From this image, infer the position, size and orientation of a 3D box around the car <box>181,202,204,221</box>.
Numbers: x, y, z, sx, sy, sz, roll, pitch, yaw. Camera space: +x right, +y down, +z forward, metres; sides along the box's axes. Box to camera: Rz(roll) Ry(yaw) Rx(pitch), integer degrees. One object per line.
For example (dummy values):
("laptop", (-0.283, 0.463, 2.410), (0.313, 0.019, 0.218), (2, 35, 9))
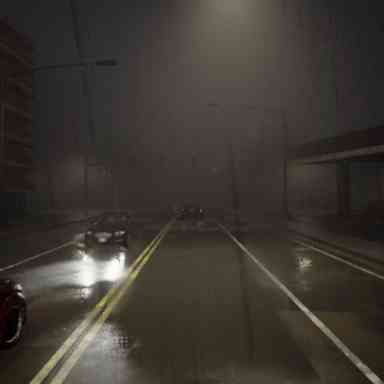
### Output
("car", (0.028, 1.768, 32.275), (2.097, 1.767, 4.553), (0, -1, 0))

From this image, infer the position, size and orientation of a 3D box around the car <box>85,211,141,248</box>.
("car", (-3.617, 1.695, 15.904), (2.128, 1.511, 4.902), (0, 0, 0))

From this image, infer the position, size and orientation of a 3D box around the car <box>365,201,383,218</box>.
("car", (20.218, 1.729, 33.771), (4.611, 1.667, 2.242), (0, -1, 1))

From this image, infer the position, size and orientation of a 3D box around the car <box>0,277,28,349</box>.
("car", (-3.598, 1.613, 3.583), (1.994, 1.385, 4.181), (0, -1, 0))
